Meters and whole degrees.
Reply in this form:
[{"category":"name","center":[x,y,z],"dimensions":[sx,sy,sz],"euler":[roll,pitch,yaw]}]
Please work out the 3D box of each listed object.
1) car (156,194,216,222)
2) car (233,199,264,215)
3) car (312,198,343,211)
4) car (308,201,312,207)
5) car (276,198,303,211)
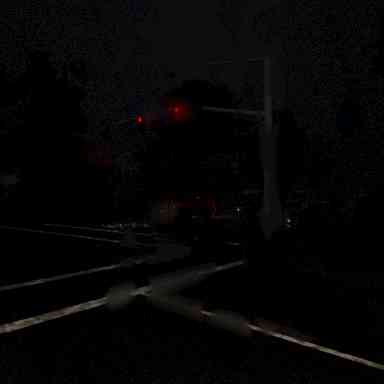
[{"category":"car","center":[-0.349,1.221,26.995],"dimensions":[2.150,2.045,5.566],"euler":[0,0,41]},{"category":"car","center":[6.154,1.491,34.487],"dimensions":[2.128,1.511,4.902],"euler":[0,0,41]},{"category":"car","center":[17.368,1.491,41.779],"dimensions":[2.128,1.511,4.902],"euler":[0,0,41]},{"category":"car","center":[18.870,1.601,49.126],"dimensions":[1.895,1.301,4.718],"euler":[0,0,41]},{"category":"car","center":[12.245,1.525,41.512],"dimensions":[1.812,1.442,4.674],"euler":[0,0,41]}]
